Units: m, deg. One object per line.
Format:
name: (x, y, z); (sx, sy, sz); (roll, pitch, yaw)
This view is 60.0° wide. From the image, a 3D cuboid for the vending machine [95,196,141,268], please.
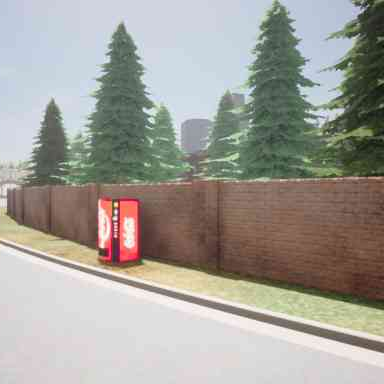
vending machine: (-2.324, 1.195, 10.512); (0.880, 2.100, 1.100); (0, 0, 42)
